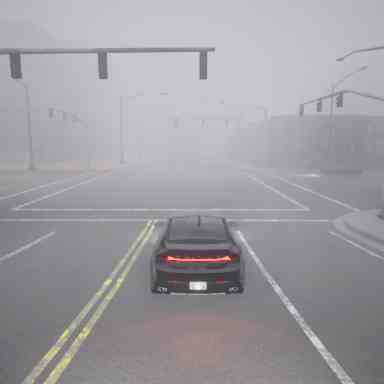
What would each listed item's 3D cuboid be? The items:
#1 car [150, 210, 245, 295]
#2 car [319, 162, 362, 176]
[{"bbox_3d":[0.111,1.197,8.109,1.837,1.490,4.892,0,4,0],"label":"car"},{"bbox_3d":[15.864,-2.459,35.630,4.181,1.385,1.994,0,8,0],"label":"car"}]
